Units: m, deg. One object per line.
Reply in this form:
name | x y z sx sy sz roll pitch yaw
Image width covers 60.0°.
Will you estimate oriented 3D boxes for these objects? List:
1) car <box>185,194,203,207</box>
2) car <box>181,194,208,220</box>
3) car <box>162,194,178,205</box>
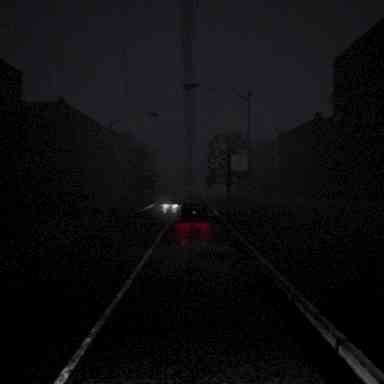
car | 0.258 0.987 41.467 2.128 1.511 4.902 0 1 0
car | 0.164 1.194 24.809 1.882 1.535 5.008 0 1 0
car | -2.904 1.014 45.016 1.994 1.385 4.181 0 1 1
